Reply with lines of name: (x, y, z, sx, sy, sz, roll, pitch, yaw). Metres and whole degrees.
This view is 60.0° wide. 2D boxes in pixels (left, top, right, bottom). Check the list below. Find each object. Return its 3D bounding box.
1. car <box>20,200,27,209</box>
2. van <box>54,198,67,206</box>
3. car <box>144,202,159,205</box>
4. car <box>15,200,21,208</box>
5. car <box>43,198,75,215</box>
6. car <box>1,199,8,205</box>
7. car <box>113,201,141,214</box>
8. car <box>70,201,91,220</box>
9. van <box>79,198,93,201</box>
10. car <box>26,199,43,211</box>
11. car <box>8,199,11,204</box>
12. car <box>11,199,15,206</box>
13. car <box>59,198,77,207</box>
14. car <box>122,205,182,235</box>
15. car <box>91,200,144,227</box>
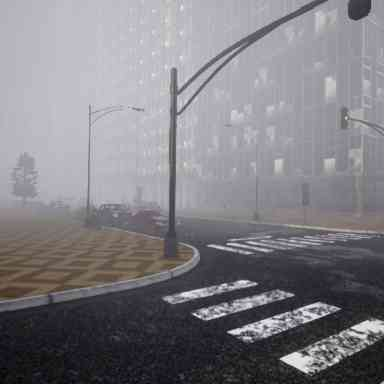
car: (-25.023, 2.029, 51.987, 1.947, 1.339, 4.313, 1, -1, -35)
van: (-27.916, 2.117, 70.765, 1.690, 1.788, 3.998, 1, -1, -35)
car: (-5.135, 1.832, 38.149, 1.967, 1.590, 4.097, 1, -1, -35)
car: (-28.277, 2.062, 56.647, 1.887, 1.381, 4.507, 1, -1, -35)
car: (-15.259, 1.739, 38.011, 1.967, 1.590, 4.097, 1, -1, -35)
car: (-41.296, 2.287, 75.283, 2.008, 1.369, 4.403, 1, -1, -35)
car: (-8.486, 1.974, 42.946, 1.752, 1.417, 4.829, 1, -1, -35)
car: (-8.653, 1.713, 28.552, 1.752, 1.417, 4.829, 1, -1, -35)
van: (-18.153, 1.952, 56.787, 1.690, 1.788, 3.998, 1, -1, -35)
car: (-21.769, 1.959, 47.328, 2.008, 1.369, 4.403, 1, -1, -35)
car: (-34.787, 2.209, 65.965, 1.802, 1.307, 4.206, 1, -1, -35)
car: (-31.533, 2.123, 61.305, 2.008, 1.369, 4.403, 1, -1, -35)
car: (-24.662, 2.036, 66.106, 2.192, 1.841, 5.009, 1, -1, -35)
car: (-2.241, 1.662, 19.372, 1.802, 1.307, 4.206, 1, -1, -35)
car: (-5.496, 1.575, 24.033, 1.967, 1.590, 4.097, 1, -1, -35)
